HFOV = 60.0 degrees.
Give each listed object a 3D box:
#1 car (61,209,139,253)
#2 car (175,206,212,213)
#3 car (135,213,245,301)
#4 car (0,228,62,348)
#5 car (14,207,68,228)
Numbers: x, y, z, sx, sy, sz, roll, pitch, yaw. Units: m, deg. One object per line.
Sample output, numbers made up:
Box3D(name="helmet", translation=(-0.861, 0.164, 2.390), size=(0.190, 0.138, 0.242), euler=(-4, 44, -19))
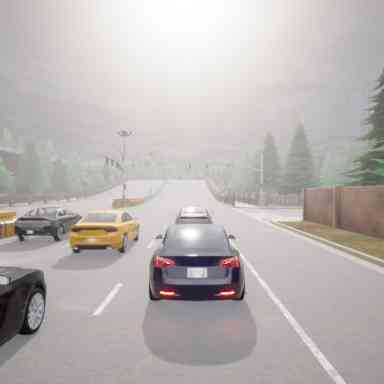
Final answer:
Box3D(name="car", translation=(-3.409, 1.478, 13.768), size=(1.882, 1.535, 5.008), euler=(0, 0, 0))
Box3D(name="car", translation=(0.087, 1.492, 17.507), size=(2.128, 1.511, 4.902), euler=(0, 0, 0))
Box3D(name="car", translation=(0.095, 1.503, 8.358), size=(2.163, 1.488, 4.792), euler=(0, 0, 0))
Box3D(name="car", translation=(-3.401, 1.478, 3.694), size=(1.882, 1.535, 5.008), euler=(0, 0, 0))
Box3D(name="car", translation=(-6.911, 1.492, 16.609), size=(2.128, 1.511, 4.902), euler=(0, 0, 0))
